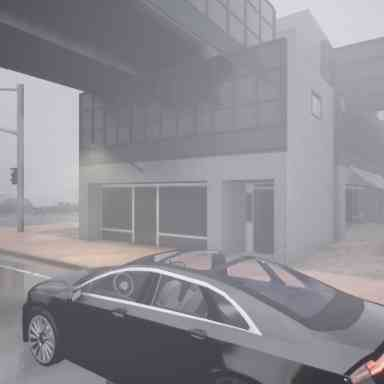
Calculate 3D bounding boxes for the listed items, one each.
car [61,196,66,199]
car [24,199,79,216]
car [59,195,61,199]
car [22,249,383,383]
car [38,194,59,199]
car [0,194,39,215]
[{"bbox_3d":[-12.564,1.488,39.656,1.882,1.535,5.008,0,0,37],"label":"car"},{"bbox_3d":[-13.404,1.610,32.651,1.895,1.301,4.718,0,0,36],"label":"car"},{"bbox_3d":[-28.863,1.384,71.725,3.905,1.438,1.784,0,0,35],"label":"car"},{"bbox_3d":[-0.214,1.492,4.145,4.902,1.511,2.128,0,0,35],"label":"car"},{"bbox_3d":[-30.590,1.173,69.399,4.605,1.855,1.932,0,0,35],"label":"car"},{"bbox_3d":[-17.902,1.362,32.424,2.097,1.767,4.553,0,0,36],"label":"car"}]
